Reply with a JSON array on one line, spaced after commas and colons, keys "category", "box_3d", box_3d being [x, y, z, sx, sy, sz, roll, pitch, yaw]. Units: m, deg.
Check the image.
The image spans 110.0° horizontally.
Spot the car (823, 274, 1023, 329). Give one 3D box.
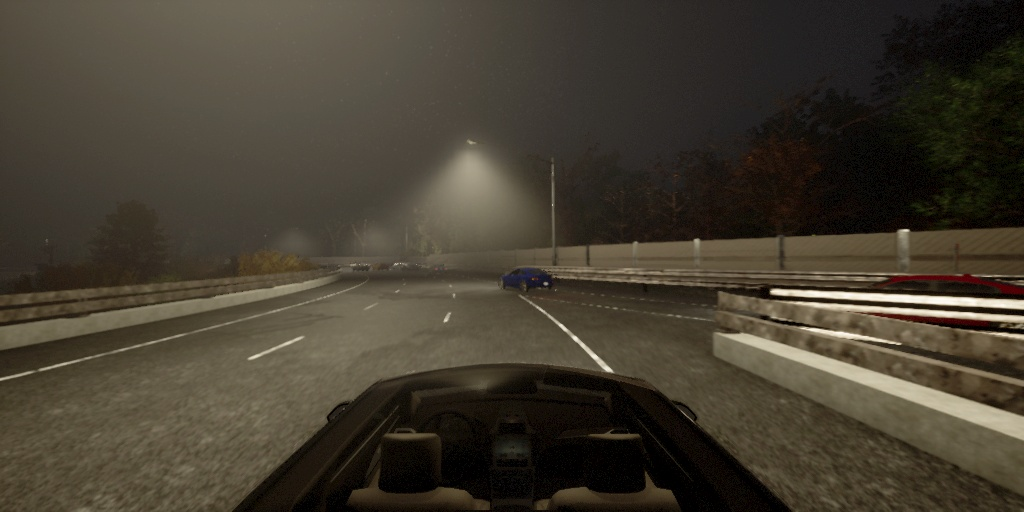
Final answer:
[{"category": "car", "box_3d": [10.353, 1.218, 9.175, 1.882, 1.535, 5.008, 0, -2, -41]}]

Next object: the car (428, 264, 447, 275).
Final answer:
[{"category": "car", "box_3d": [-10.351, 1.806, 49.720, 2.033, 1.411, 5.357, -1, 0, -23]}]

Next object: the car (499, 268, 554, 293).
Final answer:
[{"category": "car", "box_3d": [0.848, 1.450, 22.624, 1.812, 1.442, 4.674, 0, -1, -29]}]
